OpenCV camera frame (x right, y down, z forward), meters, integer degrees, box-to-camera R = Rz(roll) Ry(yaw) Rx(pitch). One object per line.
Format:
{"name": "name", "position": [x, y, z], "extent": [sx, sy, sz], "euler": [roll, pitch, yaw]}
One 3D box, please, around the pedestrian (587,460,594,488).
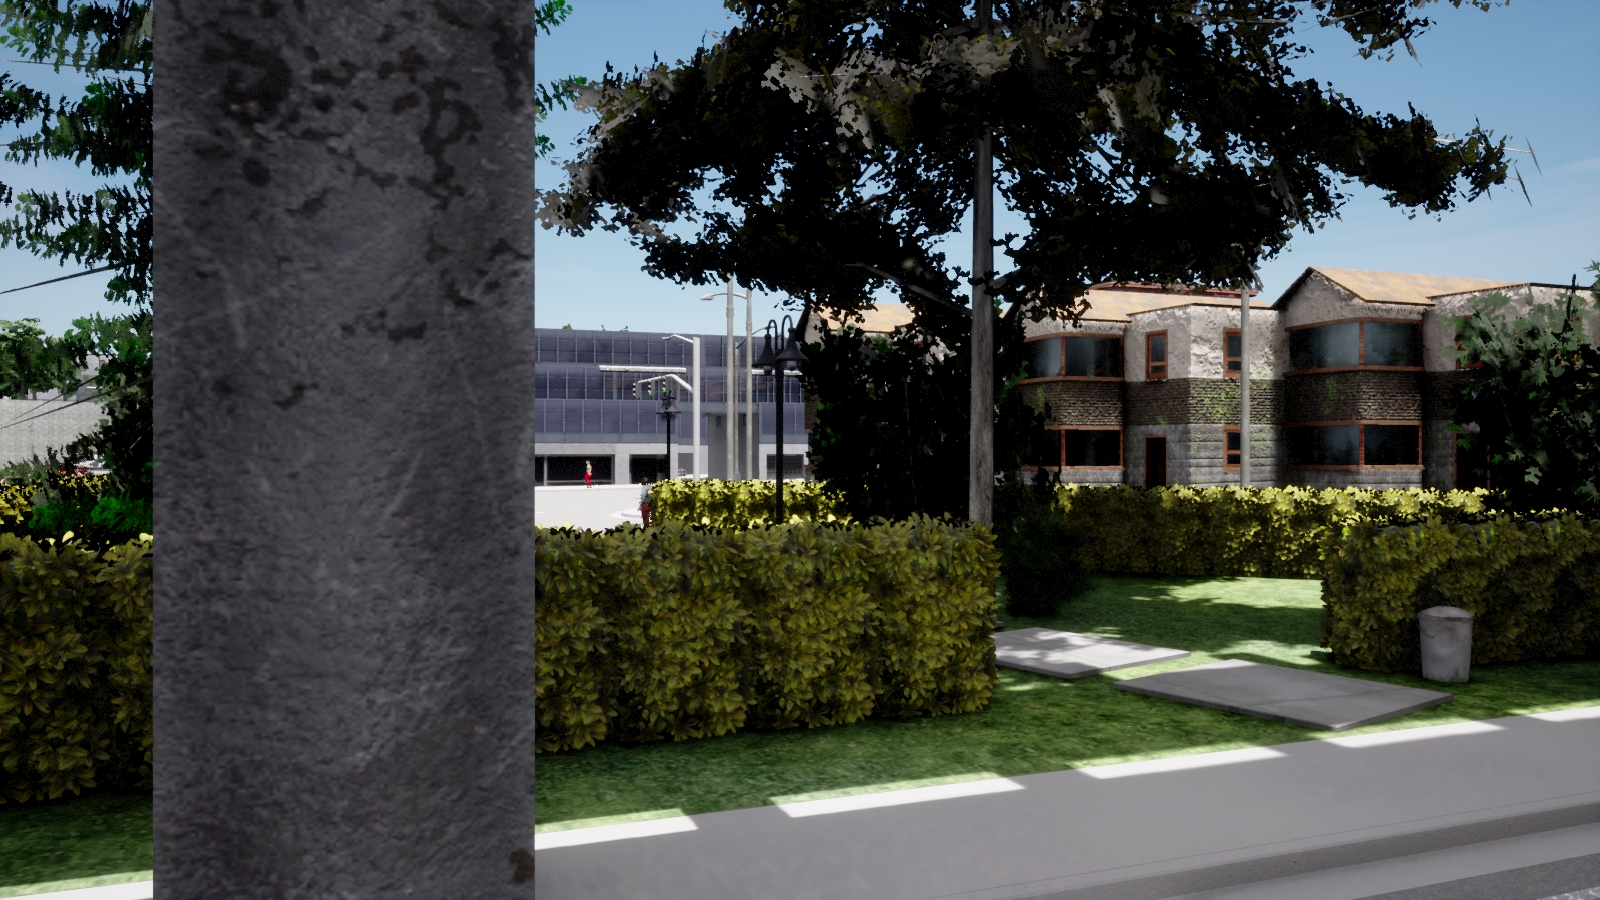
{"name": "pedestrian", "position": [-14.072, 1.609, 76.771], "extent": [0.375, 1.860, 0.375], "euler": [0, 0, -23]}

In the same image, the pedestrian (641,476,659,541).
{"name": "pedestrian", "position": [-4.381, 1.701, 33.462], "extent": [0.375, 1.860, 0.375], "euler": [0, 0, 26]}
